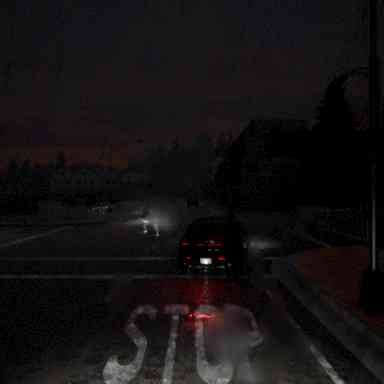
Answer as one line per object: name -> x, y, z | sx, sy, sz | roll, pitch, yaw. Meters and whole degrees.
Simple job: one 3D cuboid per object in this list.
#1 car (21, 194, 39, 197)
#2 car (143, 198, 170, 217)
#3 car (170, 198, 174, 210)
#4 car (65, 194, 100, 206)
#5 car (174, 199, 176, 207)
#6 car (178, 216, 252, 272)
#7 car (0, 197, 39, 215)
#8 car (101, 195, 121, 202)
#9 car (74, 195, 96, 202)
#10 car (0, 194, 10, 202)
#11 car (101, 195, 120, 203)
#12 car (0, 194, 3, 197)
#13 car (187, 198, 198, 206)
car -> -35.080, 1.359, 70.798 | 4.605, 1.855, 1.932 | 0, 0, 0
car -> -3.616, 1.605, 32.347 | 2.128, 1.511, 4.902 | 0, 0, 0
car -> -3.611, 1.674, 42.212 | 1.812, 1.442, 4.674 | 0, 0, 0
car -> -17.274, 1.294, 51.969 | 4.605, 1.855, 1.932 | 0, 0, 0
car -> -3.598, 1.739, 54.910 | 2.033, 1.411, 5.357 | 0, 0, 0
car -> 0.871, 1.549, 11.083 | 1.837, 1.490, 4.892 | -1, 0, 12
car -> -17.401, 1.505, 33.384 | 3.633, 1.501, 1.845 | 0, 0, 0
car -> -18.022, 1.506, 74.086 | 3.806, 1.475, 1.970 | 0, 0, 0
car -> -25.073, 1.584, 77.744 | 4.514, 1.523, 2.007 | 0, 0, 0
car -> -42.950, 1.349, 74.080 | 3.866, 1.878, 1.905 | 0, 0, 0
car -> -17.695, 1.405, 67.669 | 5.027, 1.636, 2.152 | 0, 0, 0
car -> -35.785, 1.515, 58.340 | 4.514, 1.523, 2.007 | 0, 0, 0
car -> 0.074, 1.811, 59.715 | 1.895, 1.301, 4.718 | 0, 0, 0
